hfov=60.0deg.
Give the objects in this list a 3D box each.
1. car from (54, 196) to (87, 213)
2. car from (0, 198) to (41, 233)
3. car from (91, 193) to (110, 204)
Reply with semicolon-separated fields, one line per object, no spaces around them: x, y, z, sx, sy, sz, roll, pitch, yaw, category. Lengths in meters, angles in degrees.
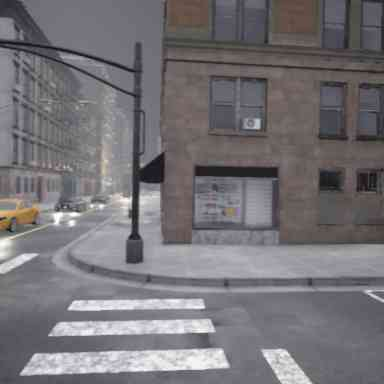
-10.678;1.046;29.483;1.994;1.385;4.181;1;1;-6;car
-9.419;1.107;17.105;1.882;1.535;5.008;1;1;-6;car
-12.178;0.853;44.568;2.033;1.411;5.357;1;1;-5;car
